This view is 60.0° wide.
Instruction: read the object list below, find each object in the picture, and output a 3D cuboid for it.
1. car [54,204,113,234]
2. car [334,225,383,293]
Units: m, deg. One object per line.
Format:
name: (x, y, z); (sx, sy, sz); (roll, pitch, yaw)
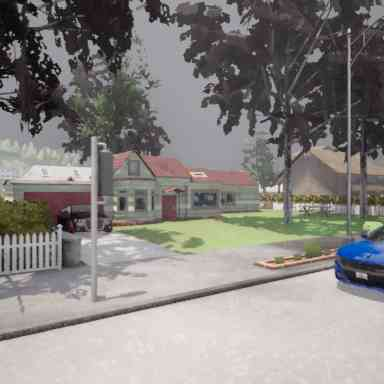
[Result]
car: (-5.478, 1.305, 16.559); (1.994, 1.381, 4.181); (0, 0, -34)
car: (5.631, 1.487, 8.401); (5.008, 1.535, 1.882); (0, 0, -34)
